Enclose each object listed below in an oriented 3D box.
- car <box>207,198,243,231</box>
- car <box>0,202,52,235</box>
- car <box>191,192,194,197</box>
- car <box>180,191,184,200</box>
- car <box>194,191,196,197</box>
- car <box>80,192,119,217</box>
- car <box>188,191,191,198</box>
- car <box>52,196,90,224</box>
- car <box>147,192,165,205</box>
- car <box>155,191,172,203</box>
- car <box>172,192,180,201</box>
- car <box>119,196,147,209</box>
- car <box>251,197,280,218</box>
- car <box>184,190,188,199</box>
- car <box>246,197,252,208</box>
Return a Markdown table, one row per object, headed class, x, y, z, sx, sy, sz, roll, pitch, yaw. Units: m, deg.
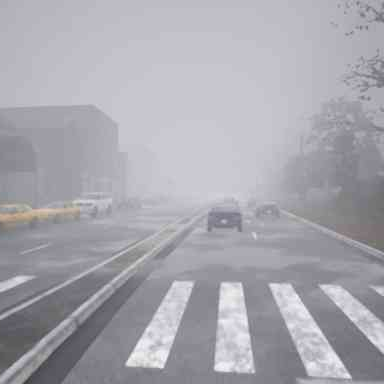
| class | x | y | z | sx | sy | sz | roll | pitch | yaw |
| --- | --- | --- | --- | --- | --- | --- | --- | --- | --- |
| car | 1.950 | 1.351 | 19.547 | 1.882 | 1.535 | 5.008 | 0 | 0 | 7 |
| car | -10.108 | 1.350 | 17.977 | 1.946 | 1.575 | 5.366 | 0 | 0 | 7 |
| car | -1.597 | 0.622 | 89.452 | 2.435 | 2.045 | 5.566 | 0 | 0 | 7 |
| car | -3.574 | 0.981 | 72.839 | 1.946 | 1.575 | 5.366 | 0 | 0 | 7 |
| car | -0.925 | 0.836 | 95.098 | 2.231 | 1.521 | 4.892 | 0 | 0 | 7 |
| car | -8.765 | 1.026 | 29.229 | 2.435 | 2.045 | 5.566 | 0 | 0 | 7 |
| car | -2.268 | 0.908 | 83.811 | 1.946 | 1.575 | 5.366 | 0 | 0 | 7 |
| car | -9.454 | 1.313 | 23.463 | 1.946 | 1.575 | 5.366 | 0 | 0 | 7 |
| car | -6.149 | 1.131 | 51.209 | 2.231 | 1.521 | 4.892 | 0 | 0 | 7 |
| car | -5.501 | 0.842 | 56.659 | 2.435 | 2.045 | 5.566 | 0 | 0 | 7 |
| car | -4.442 | 1.032 | 66.022 | 2.231 | 1.521 | 4.892 | 0 | 0 | 8 |
| car | -7.464 | 1.233 | 40.200 | 2.163 | 1.488 | 4.792 | 0 | 0 | 7 |
| car | 6.216 | 1.327 | 27.855 | 1.812 | 1.442 | 4.674 | 0 | 1 | 7 |
| car | -2.896 | 0.821 | 78.540 | 2.185 | 1.767 | 4.553 | 0 | 0 | 7 |
| car | 7.999 | 1.266 | 42.360 | 1.994 | 1.385 | 4.181 | 0 | 0 | 7 |
